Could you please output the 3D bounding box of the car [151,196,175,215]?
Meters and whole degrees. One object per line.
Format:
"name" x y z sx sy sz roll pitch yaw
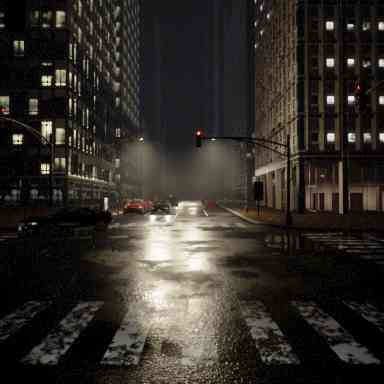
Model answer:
"car" -3.116 1.517 34.479 1.837 1.490 4.892 0 0 0

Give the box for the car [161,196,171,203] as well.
"car" -5.714 1.573 72.843 1.887 1.381 4.507 1 0 0

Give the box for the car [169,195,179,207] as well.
"car" -3.113 1.497 52.086 1.882 1.535 5.008 0 0 0

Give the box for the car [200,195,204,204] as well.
"car" 2.675 1.547 56.360 1.752 1.417 4.829 1 0 0

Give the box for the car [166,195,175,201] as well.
"car" -5.723 1.587 89.569 2.008 1.369 4.403 1 0 0

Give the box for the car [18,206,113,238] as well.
"car" -6.594 1.500 17.835 2.128 1.511 4.902 1 0 43

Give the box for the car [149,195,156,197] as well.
"car" -5.695 1.332 44.968 2.192 1.841 5.009 1 0 0

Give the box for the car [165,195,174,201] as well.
"car" -5.720 1.578 83.994 1.887 1.381 4.507 1 0 0

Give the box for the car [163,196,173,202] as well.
"car" -5.717 1.582 78.419 2.008 1.369 4.403 1 0 0

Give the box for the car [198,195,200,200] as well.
"car" 2.671 1.590 61.767 1.947 1.339 4.313 1 0 0

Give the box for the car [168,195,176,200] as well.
"car" -5.727 1.605 95.144 1.947 1.339 4.313 1 0 0

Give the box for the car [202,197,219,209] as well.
"car" 2.679 1.599 45.034 1.802 1.307 4.206 1 0 0

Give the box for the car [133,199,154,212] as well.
"car" -5.697 1.597 39.393 1.802 1.307 4.206 1 0 0

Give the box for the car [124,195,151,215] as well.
"car" -5.691 1.453 33.818 1.967 1.590 4.097 1 0 0
